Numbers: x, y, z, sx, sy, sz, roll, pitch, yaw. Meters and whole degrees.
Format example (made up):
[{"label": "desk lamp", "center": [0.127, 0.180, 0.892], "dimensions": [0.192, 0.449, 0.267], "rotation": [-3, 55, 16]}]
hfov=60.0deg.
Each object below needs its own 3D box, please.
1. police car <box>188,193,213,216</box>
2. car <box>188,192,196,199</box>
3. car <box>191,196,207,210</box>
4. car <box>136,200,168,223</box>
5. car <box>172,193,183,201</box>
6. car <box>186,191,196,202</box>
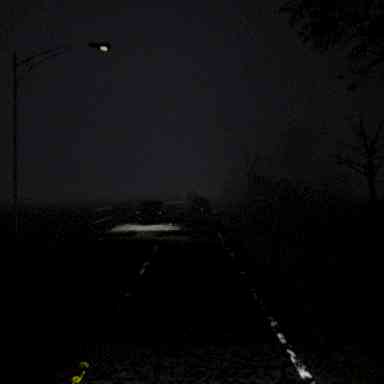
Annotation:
[{"label": "police car", "center": [0.814, 1.216, 30.343], "dimensions": [1.930, 1.638, 5.238], "rotation": [0, 0, 0]}, {"label": "car", "center": [-0.029, 0.882, 82.738], "dimensions": [1.882, 1.535, 5.008], "rotation": [0, 0, 0]}, {"label": "car", "center": [0.810, 1.236, 40.233], "dimensions": [1.837, 1.490, 4.892], "rotation": [0, 0, 0]}, {"label": "car", "center": [-2.857, 1.306, 24.333], "dimensions": [1.882, 1.535, 5.008], "rotation": [0, 0, 0]}, {"label": "car", "center": [-2.782, 0.940, 66.152], "dimensions": [2.097, 1.767, 4.553], "rotation": [0, 0, 0]}, {"label": "car", "center": [-0.022, 0.823, 63.999], "dimensions": [2.150, 2.045, 5.566], "rotation": [0, 0, 0]}]
